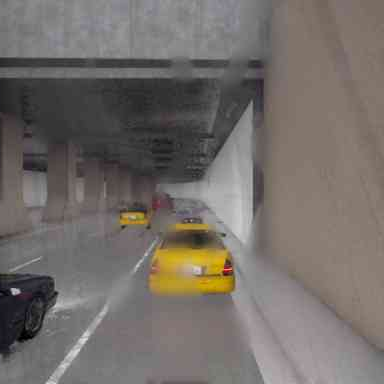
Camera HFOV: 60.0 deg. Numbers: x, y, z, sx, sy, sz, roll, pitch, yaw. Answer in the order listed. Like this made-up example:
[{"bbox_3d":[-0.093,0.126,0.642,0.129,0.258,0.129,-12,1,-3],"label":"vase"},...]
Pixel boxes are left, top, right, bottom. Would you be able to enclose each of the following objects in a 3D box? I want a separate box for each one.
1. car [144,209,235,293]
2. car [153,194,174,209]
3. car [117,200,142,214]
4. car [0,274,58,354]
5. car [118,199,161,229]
[{"bbox_3d":[0.005,1.457,8.840,1.801,1.575,5.366,0,0,0],"label":"car"},{"bbox_3d":[-3.295,1.222,37.308,2.150,2.045,5.566,0,0,0],"label":"car"},{"bbox_3d":[-6.796,1.601,36.904,1.895,1.301,4.718,0,0,0],"label":"car"},{"bbox_3d":[-3.297,1.547,3.451,2.033,1.411,5.357,0,0,0],"label":"car"},{"bbox_3d":[-3.395,1.456,21.760,1.801,1.575,5.366,0,0,0],"label":"car"}]
